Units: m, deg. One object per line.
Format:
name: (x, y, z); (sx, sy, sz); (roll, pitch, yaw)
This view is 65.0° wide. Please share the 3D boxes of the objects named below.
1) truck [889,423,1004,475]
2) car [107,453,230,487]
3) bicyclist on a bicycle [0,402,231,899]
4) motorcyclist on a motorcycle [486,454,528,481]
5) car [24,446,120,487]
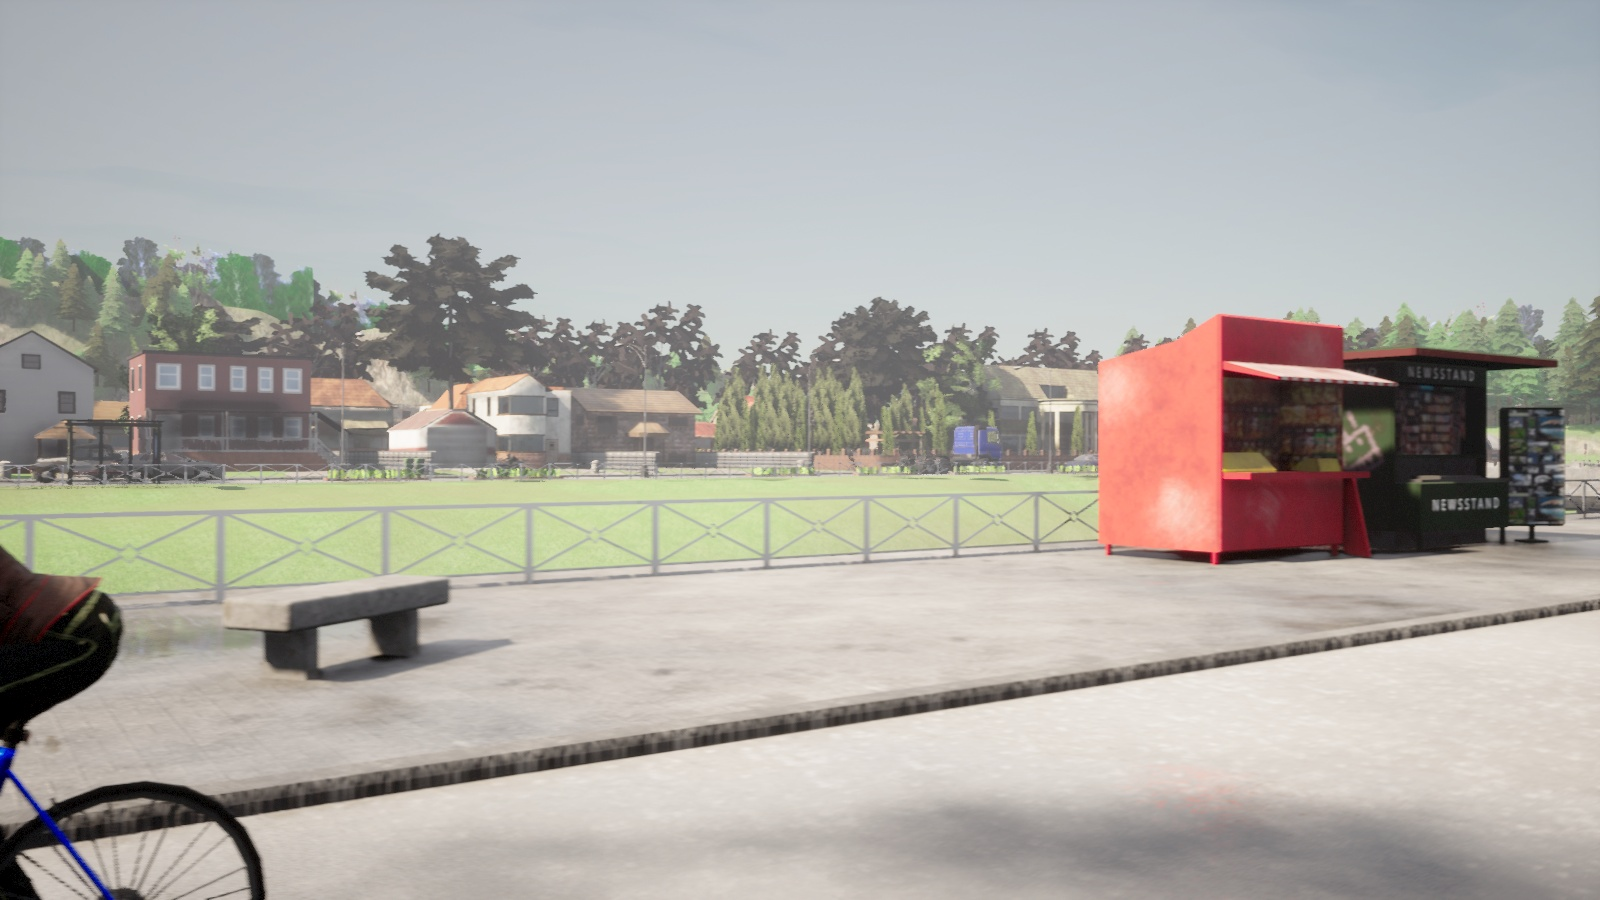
truck: (10.166, -0.046, 86.519); (7.936, 3.462, 2.891); (0, 0, -35)
car: (-29.569, 0.908, 58.870); (4.902, 1.511, 2.128); (0, 0, -35)
bicyclist on a bicycle: (-2.196, 0.709, 2.738); (1.656, 1.620, 0.582); (0, 0, -35)
motorcyclist on a motorcycle: (-16.910, 0.993, 72.551); (2.191, 1.530, 0.866); (0, 0, -35)
car: (-34.822, 0.762, 60.090); (3.866, 1.878, 1.905); (0, 0, -35)
